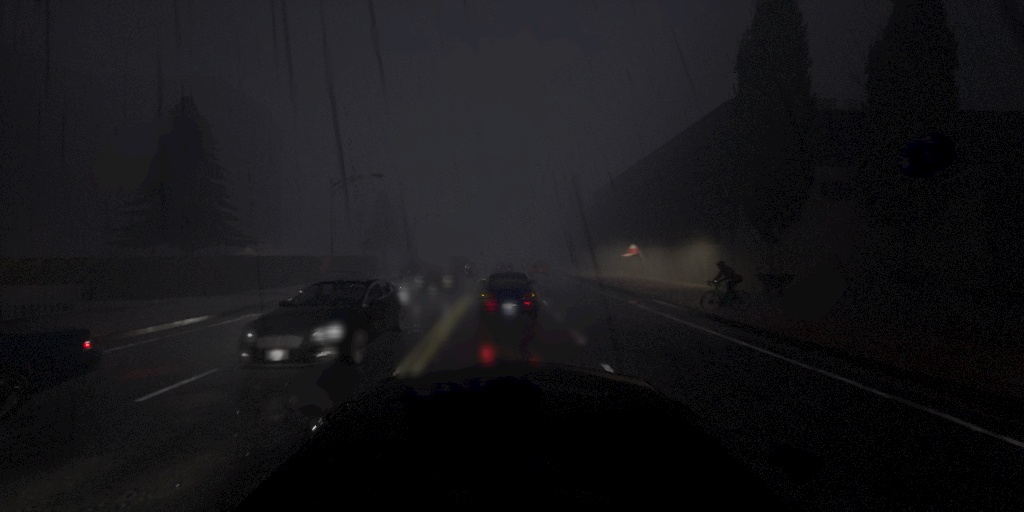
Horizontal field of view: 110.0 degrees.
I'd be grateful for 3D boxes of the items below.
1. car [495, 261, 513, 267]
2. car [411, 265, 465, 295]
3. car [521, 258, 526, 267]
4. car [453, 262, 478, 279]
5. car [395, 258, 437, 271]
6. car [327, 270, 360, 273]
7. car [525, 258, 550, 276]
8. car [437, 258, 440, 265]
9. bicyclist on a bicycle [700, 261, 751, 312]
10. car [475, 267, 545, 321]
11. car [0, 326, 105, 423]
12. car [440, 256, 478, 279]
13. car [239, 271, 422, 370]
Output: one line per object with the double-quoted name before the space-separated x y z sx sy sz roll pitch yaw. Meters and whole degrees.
"car" -0.847 1.260 39.028 1.812 1.442 4.674 -1 0 -1
"car" -4.031 1.377 20.252 1.895 1.301 4.718 -1 0 -1
"car" 2.354 1.049 49.193 2.097 1.767 4.553 -1 0 -1
"car" -4.350 1.296 34.272 1.812 1.442 4.674 -1 0 -1
"car" -7.664 1.076 28.991 1.994 1.385 4.181 -1 0 -1
"car" -7.401 1.337 15.688 1.812 1.442 4.674 -1 0 -2
"car" 2.705 1.180 36.266 1.882 1.535 5.008 -1 0 -1
"car" -7.893 1.294 36.705 2.128 1.511 4.902 -1 0 -1
"bicyclist on a bicycle" 6.774 0.980 11.358 1.656 1.620 0.582 -1 0 -1
"car" -0.118 1.270 12.418 1.812 1.442 4.674 -1 0 -1
"car" -7.139 1.364 2.987 2.033 1.411 5.357 -1 0 0
"car" -4.168 0.845 29.111 2.097 1.767 4.553 -1 0 -1
"car" -3.720 1.273 8.030 2.128 1.511 4.902 -1 0 -1
